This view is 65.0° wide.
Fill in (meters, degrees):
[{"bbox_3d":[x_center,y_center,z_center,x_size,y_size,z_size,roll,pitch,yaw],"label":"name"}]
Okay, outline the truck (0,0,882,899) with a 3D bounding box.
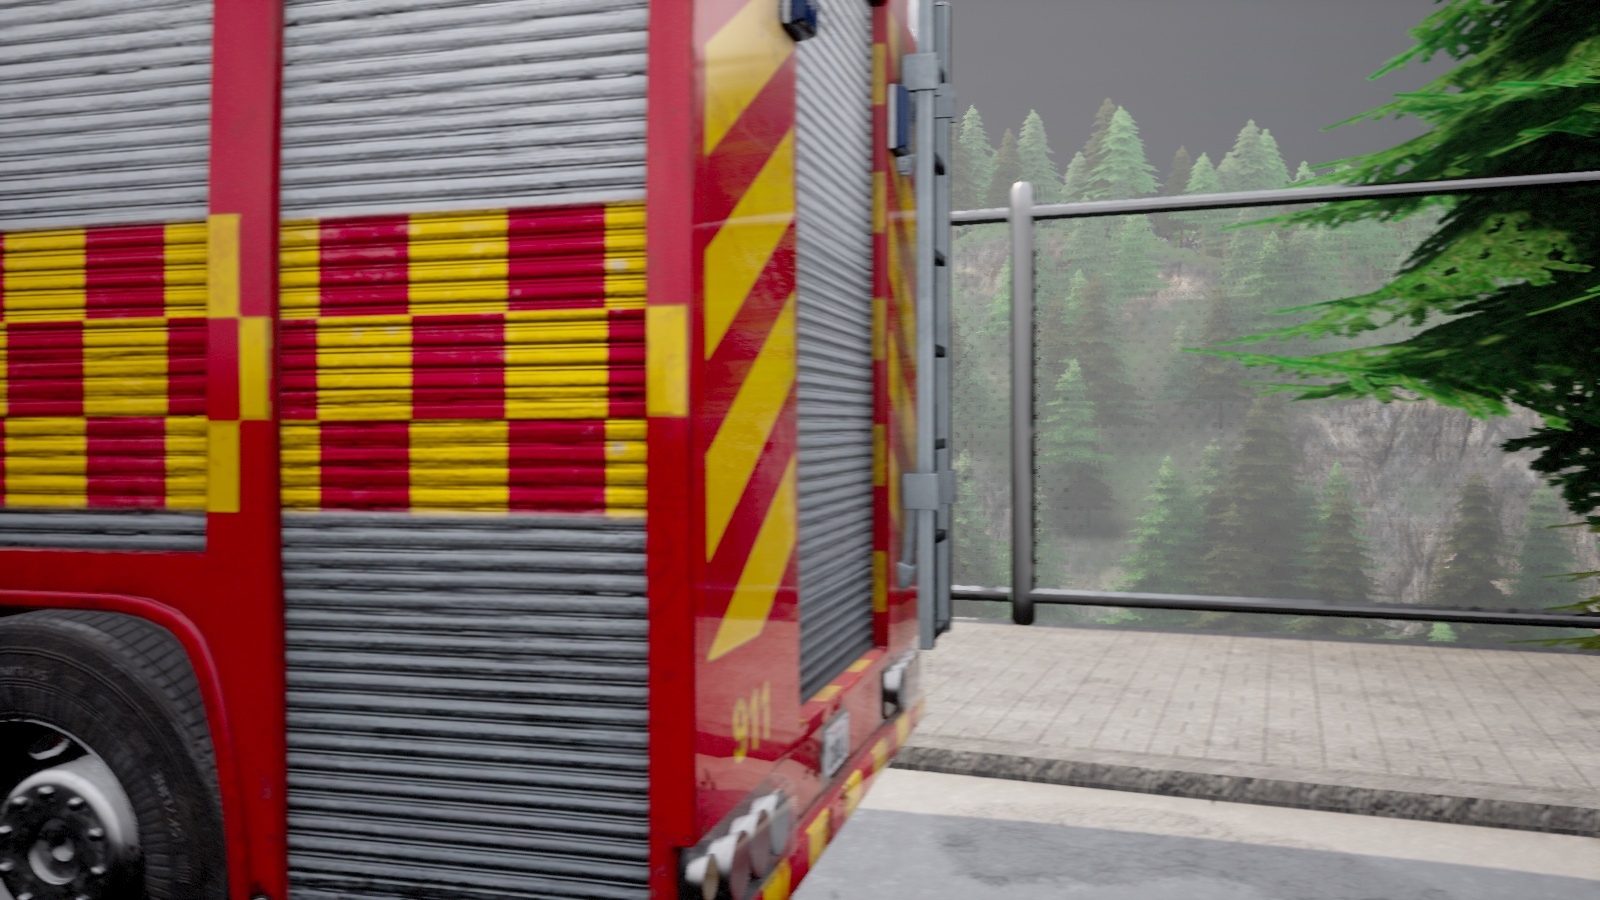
[{"bbox_3d":[-4.128,-0.433,4.910,8.468,3.827,2.891,0,1,15],"label":"truck"}]
